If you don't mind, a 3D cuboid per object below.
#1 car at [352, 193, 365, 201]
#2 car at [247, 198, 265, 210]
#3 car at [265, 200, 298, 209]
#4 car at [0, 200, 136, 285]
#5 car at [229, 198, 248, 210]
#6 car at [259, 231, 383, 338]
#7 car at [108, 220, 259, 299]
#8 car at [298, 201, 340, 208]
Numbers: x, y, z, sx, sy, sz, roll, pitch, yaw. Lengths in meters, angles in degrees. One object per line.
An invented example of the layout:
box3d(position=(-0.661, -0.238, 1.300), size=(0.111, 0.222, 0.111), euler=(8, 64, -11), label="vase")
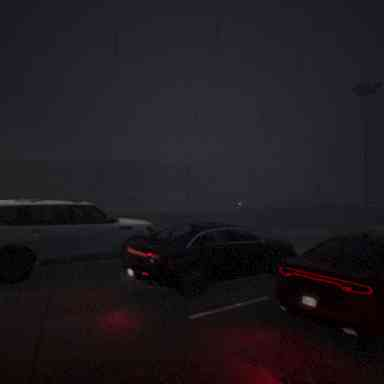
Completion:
box3d(position=(36.171, 1.246, 71.824), size=(2.150, 2.045, 5.566), euler=(0, 0, 37), label="car")
box3d(position=(9.418, 1.705, 40.884), size=(4.674, 1.442, 1.812), euler=(1, 0, -37), label="car")
box3d(position=(11.047, 1.669, 37.758), size=(4.902, 1.511, 2.128), euler=(1, 0, -36), label="car")
box3d(position=(-3.654, 1.240, 9.791), size=(5.566, 2.045, 2.150), euler=(0, 0, -34), label="car")
box3d(position=(6.966, 1.528, 43.433), size=(4.553, 1.767, 2.097), euler=(0, 0, -36), label="car")
box3d(position=(3.804, 1.516, 6.484), size=(5.008, 1.535, 1.882), euler=(0, 0, -35), label="car")
box3d(position=(0.667, 1.524, 8.552), size=(4.902, 1.511, 2.128), euler=(0, 0, -35), label="car")
box3d(position=(13.898, 1.689, 35.515), size=(4.892, 1.490, 1.837), euler=(1, -1, -37), label="car")
